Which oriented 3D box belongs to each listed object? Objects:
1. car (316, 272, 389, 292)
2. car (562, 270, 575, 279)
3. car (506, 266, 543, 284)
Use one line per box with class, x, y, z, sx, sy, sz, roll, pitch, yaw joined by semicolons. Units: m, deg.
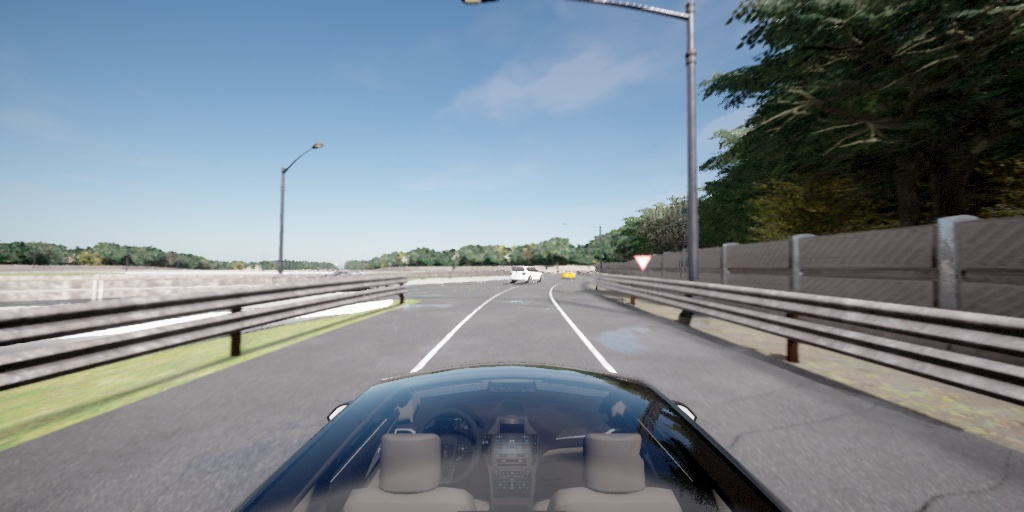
car;-10.428;1.785;23.533;2.128;1.511;4.902;-1;-3;39
car;10.114;3.306;63.807;1.882;1.535;5.008;0;-2;16
car;1.731;2.229;42.094;2.150;2.045;5.566;-1;-2;27
